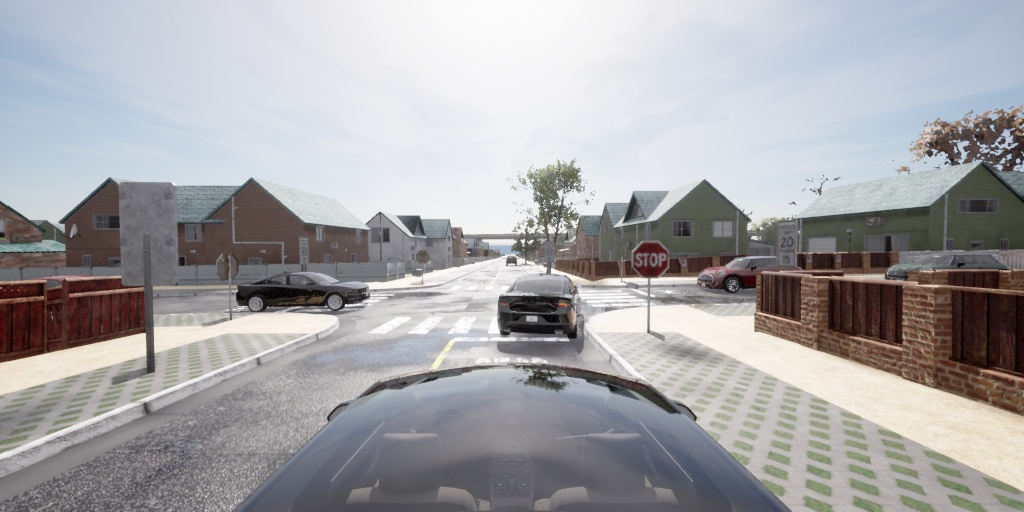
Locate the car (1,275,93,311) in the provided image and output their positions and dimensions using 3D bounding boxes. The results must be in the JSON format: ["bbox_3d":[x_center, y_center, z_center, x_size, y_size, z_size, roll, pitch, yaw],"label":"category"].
[{"bbox_3d":[-18.036,1.546,14.712,5.008,1.535,1.882,-1,2,0],"label":"car"}]

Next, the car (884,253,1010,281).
[{"bbox_3d":[21.683,0.645,17.976,4.553,1.767,2.097,-1,2,0],"label":"car"}]

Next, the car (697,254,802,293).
[{"bbox_3d":[11.788,0.820,17.893,4.553,1.767,2.097,-1,2,0],"label":"car"}]

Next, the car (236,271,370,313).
[{"bbox_3d":[-8.484,1.376,14.786,5.008,1.535,1.882,-1,2,0],"label":"car"}]

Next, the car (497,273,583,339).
[{"bbox_3d":[0.948,1.224,10.270,1.882,1.535,5.008,0,0,12],"label":"car"}]
